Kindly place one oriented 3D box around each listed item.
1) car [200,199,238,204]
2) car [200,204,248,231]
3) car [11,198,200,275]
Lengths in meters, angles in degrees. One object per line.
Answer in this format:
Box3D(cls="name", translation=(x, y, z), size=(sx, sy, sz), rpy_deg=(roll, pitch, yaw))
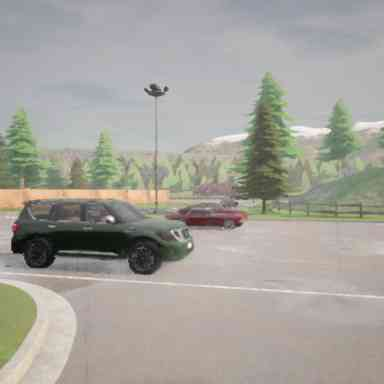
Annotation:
Box3D(cls="car", translation=(1.488, 1.469, 23.717), size=(5.008, 1.535, 1.882), rpy_deg=(0, 0, 13))
Box3D(cls="car", translation=(0.844, 1.594, 20.274), size=(4.718, 1.301, 1.895), rpy_deg=(0, 0, 13))
Box3D(cls="car", translation=(-2.778, 1.222, 10.333), size=(5.566, 2.045, 2.150), rpy_deg=(0, 0, 13))
